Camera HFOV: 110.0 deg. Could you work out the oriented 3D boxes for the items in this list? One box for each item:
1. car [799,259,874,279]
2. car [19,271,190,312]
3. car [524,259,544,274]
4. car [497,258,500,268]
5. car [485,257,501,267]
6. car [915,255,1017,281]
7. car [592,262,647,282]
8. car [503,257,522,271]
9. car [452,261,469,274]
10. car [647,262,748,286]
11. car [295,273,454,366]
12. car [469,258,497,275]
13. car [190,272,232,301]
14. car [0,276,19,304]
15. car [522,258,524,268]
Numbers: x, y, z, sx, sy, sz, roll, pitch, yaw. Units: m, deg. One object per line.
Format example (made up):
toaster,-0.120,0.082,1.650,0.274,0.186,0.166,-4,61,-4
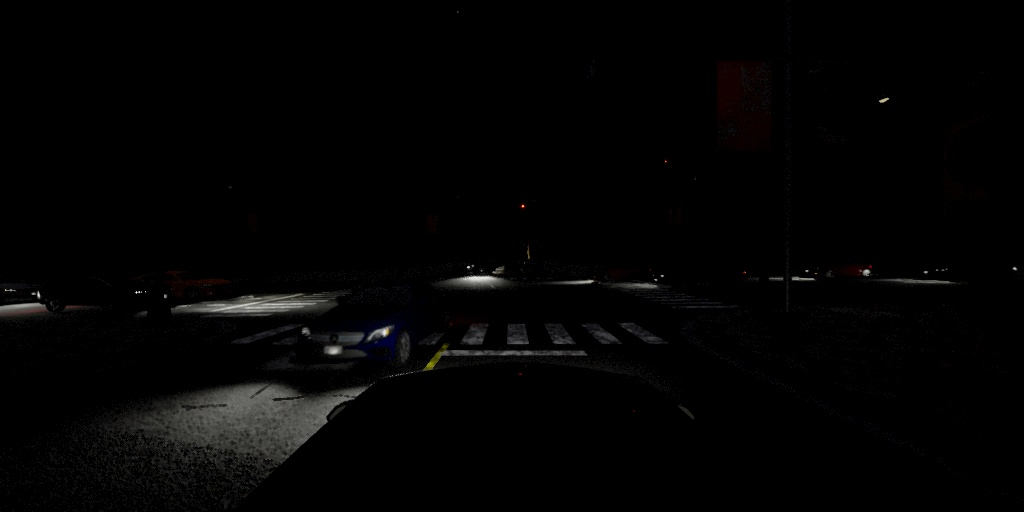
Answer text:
car,23.146,0.870,25.711,4.181,1.385,1.994,-1,0,0
car,-17.626,1.546,15.706,4.902,1.511,2.128,-1,0,2
car,2.733,1.305,41.164,2.007,1.370,4.403,0,0,0
car,-3.164,1.305,48.953,2.033,1.411,5.357,0,0,0
car,-3.201,1.287,58.891,1.812,1.442,4.674,0,0,0
car,28.353,0.725,22.467,4.892,1.490,1.837,-1,0,0
car,7.941,1.138,26.130,4.181,1.385,1.994,-1,0,6
car,0.015,1.235,48.828,1.882,1.535,5.008,0,0,0
car,-5.792,1.305,41.126,2.007,1.370,4.403,0,0,0
car,11.660,1.062,22.443,5.357,1.411,2.033,-1,0,0
car,-2.717,1.285,8.154,1.812,1.442,4.674,0,0,5
car,-3.117,1.246,39.094,2.128,1.511,4.902,0,0,0
car,-17.649,1.527,18.950,5.008,1.535,1.882,-1,0,2
car,-27.623,1.763,18.932,4.674,1.442,1.812,-1,0,0
car,2.680,1.303,52.053,1.888,1.381,4.507,0,0,0
